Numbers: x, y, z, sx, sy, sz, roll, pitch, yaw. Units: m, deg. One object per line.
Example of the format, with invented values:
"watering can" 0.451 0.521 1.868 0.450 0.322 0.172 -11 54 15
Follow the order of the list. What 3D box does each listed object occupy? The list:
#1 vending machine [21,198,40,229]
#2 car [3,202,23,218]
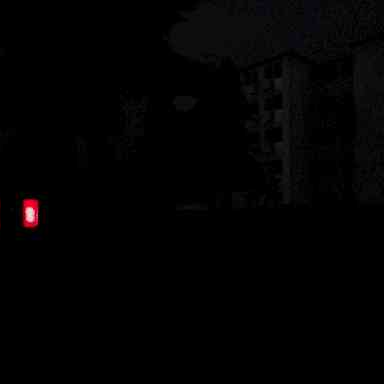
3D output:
"vending machine" -11.383 1.512 23.444 1.100 2.100 0.880 0 -1 -20
"car" -18.916 1.852 36.814 2.097 1.767 4.553 0 -1 -4
